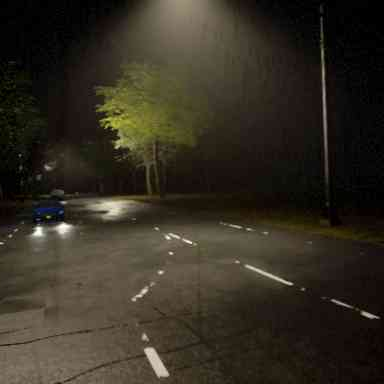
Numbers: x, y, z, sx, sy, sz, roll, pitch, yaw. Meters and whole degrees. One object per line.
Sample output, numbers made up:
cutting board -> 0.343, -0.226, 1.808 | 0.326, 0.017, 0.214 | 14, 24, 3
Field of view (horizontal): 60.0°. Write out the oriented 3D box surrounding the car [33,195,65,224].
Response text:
car -> -10.229, 1.320, 23.894 | 1.882, 1.535, 5.008 | -3, 2, -22

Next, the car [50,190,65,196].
car -> -24.042, 0.647, 59.520 | 2.150, 2.045, 5.566 | -4, 2, -16
